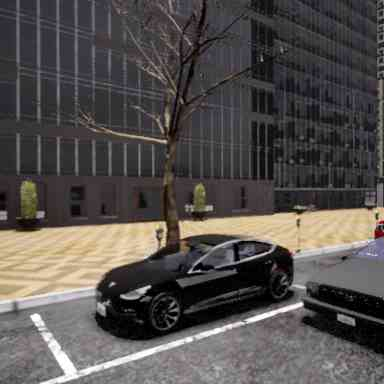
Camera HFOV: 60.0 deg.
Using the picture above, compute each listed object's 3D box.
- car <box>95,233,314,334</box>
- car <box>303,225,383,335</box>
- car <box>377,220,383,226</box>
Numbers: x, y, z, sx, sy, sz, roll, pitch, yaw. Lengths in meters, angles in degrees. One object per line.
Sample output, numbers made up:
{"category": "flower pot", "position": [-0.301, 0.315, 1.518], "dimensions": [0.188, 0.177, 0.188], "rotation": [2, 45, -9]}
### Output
{"category": "car", "position": [0.278, 1.569, 6.763], "dimensions": [4.313, 1.339, 1.947], "rotation": [0, 0, -35]}
{"category": "car", "position": [4.505, 1.553, 6.591], "dimensions": [5.357, 1.411, 2.033], "rotation": [0, 0, -36]}
{"category": "car", "position": [9.270, 1.327, 13.178], "dimensions": [5.009, 1.841, 2.192], "rotation": [0, 0, -35]}
